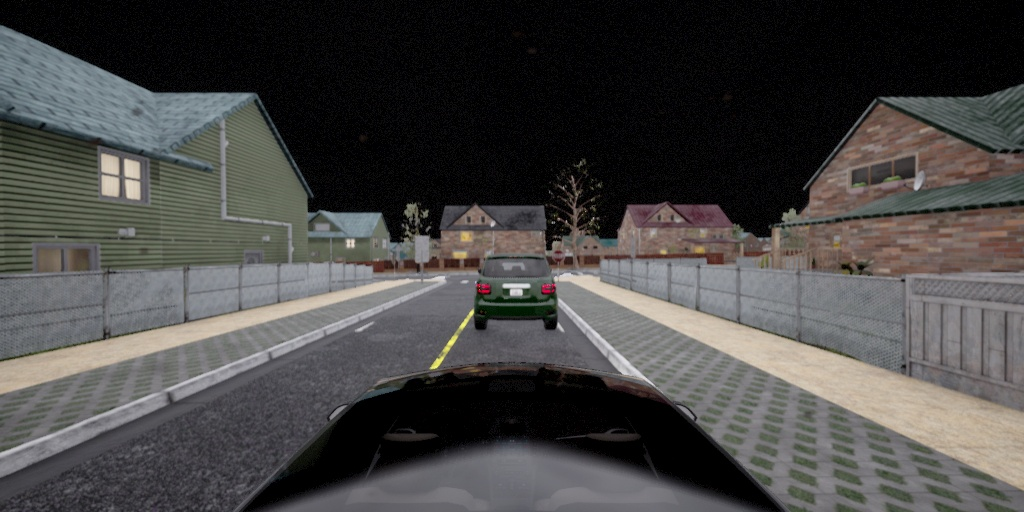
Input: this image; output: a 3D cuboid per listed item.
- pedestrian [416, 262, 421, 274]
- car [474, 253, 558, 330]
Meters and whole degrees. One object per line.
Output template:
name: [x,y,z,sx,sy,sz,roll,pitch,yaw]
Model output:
pedestrian: [-9.664,0.879,36.953,0.375,1.860,0.375,0,2,0]
car: [0.093,0.932,11.057,2.150,2.045,5.566,0,0,0]
